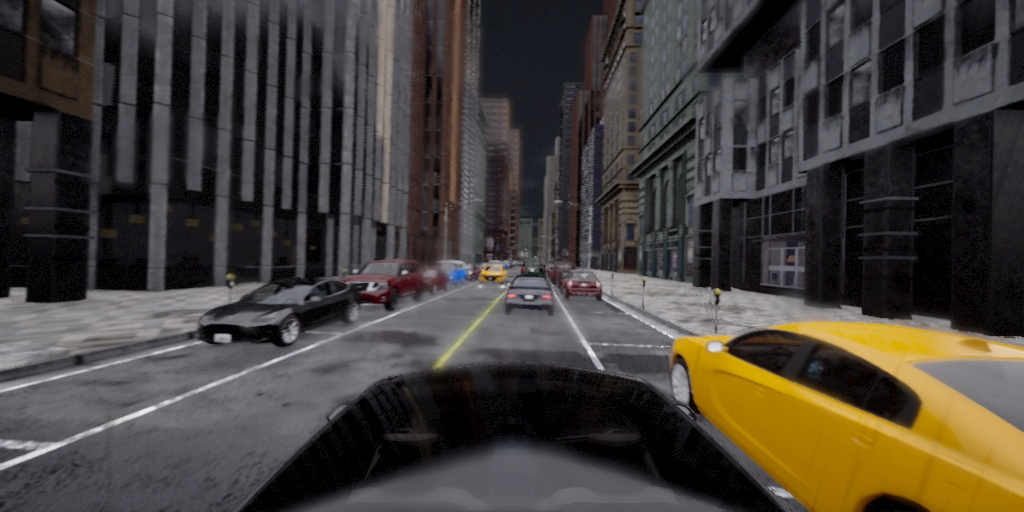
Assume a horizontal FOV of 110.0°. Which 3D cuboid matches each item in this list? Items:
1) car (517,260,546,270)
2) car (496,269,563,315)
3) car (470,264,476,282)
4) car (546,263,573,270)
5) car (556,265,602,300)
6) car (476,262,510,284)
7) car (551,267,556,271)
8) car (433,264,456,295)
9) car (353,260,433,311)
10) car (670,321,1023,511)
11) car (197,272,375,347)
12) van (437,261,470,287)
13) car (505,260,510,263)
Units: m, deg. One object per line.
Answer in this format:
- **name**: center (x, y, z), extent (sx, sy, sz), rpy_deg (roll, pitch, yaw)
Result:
- **car**: center (1.897, 1.364, 33.396), extent (2.150, 2.045, 5.566), rpy_deg (1, -1, 4)
- **car**: center (0.736, 1.454, 14.487), extent (2.033, 1.411, 5.357), rpy_deg (1, -1, 4)
- **car**: center (-4.109, 1.404, 31.633), extent (1.967, 1.591, 4.097), rpy_deg (0, 0, 4)
- **car**: center (4.398, 1.499, 31.121), extent (2.192, 1.841, 5.009), rpy_deg (0, 0, 4)
- **car**: center (3.712, 1.485, 19.869), extent (1.967, 1.591, 4.097), rpy_deg (0, 0, 4)
- **car**: center (-1.501, 1.495, 30.145), extent (1.882, 1.535, 5.008), rpy_deg (1, -1, 4)
- **car**: center (4.055, 1.681, 25.495), extent (1.948, 1.339, 4.313), rpy_deg (0, 0, 4)
- **car**: center (-4.795, 1.369, 20.381), extent (1.888, 1.381, 4.507), rpy_deg (0, 0, 4)
- **car**: center (-5.138, 1.069, 14.754), extent (2.192, 1.841, 5.009), rpy_deg (0, 0, 4)
- **car**: center (3.093, 1.325, 3.184), extent (1.882, 1.535, 5.008), rpy_deg (1, -1, 4)
- **car**: center (-5.481, 1.250, 9.129), extent (1.948, 1.339, 4.313), rpy_deg (0, 0, 4)
- **van**: center (-4.452, 1.235, 26.007), extent (1.690, 1.789, 3.998), rpy_deg (0, 0, 4)
- **car**: center (-2.052, 1.937, 65.386), extent (2.007, 1.370, 4.403), rpy_deg (0, 0, 4)
